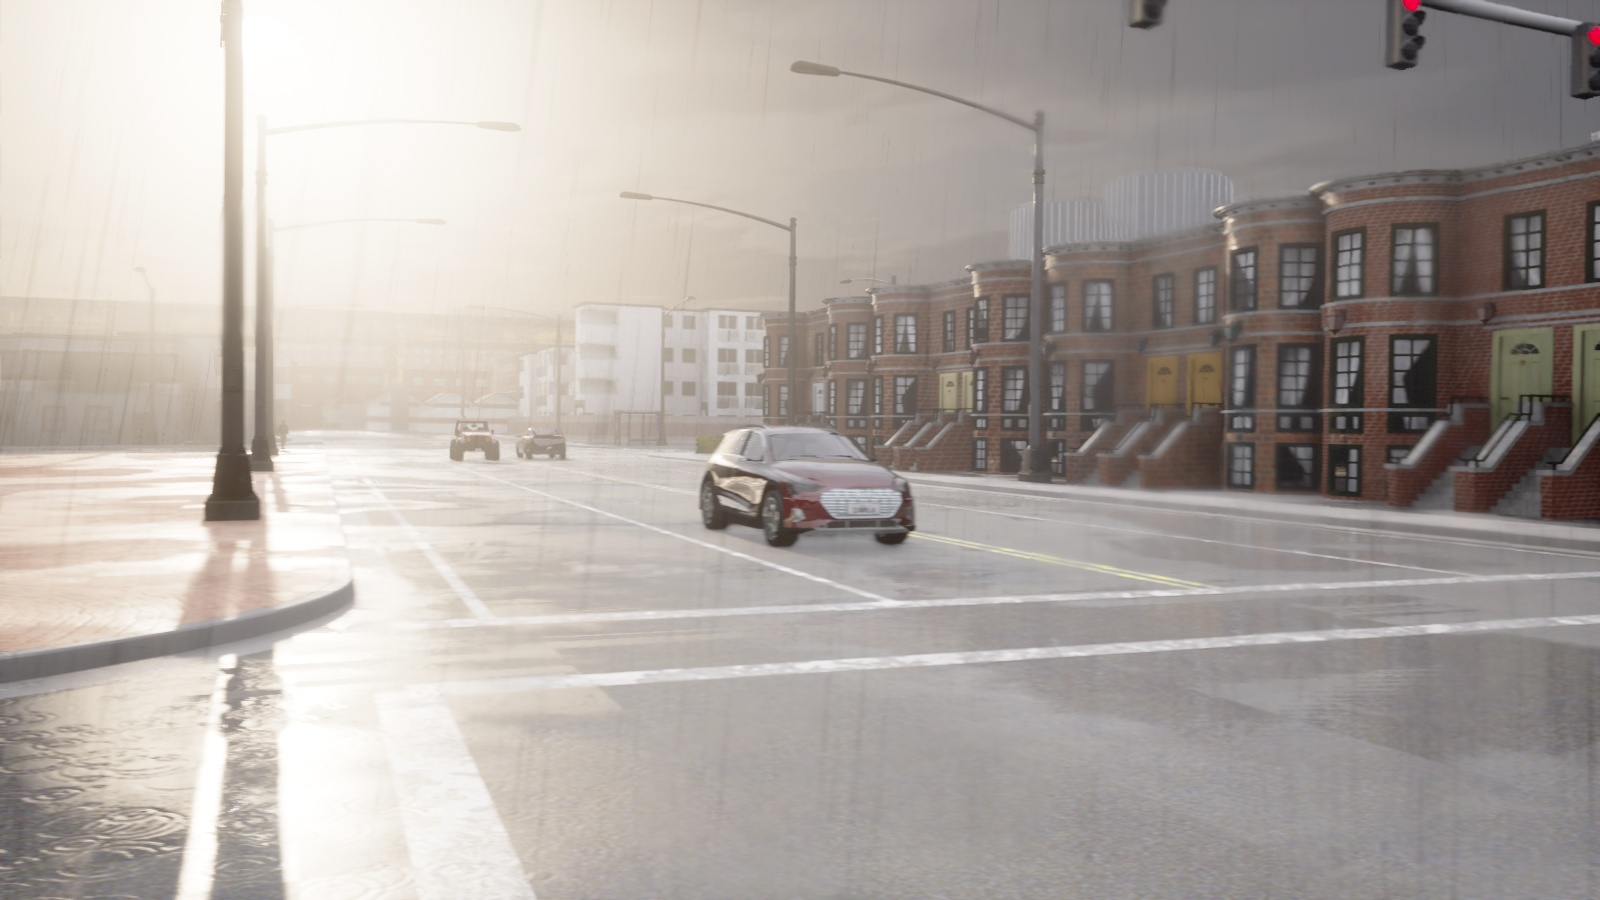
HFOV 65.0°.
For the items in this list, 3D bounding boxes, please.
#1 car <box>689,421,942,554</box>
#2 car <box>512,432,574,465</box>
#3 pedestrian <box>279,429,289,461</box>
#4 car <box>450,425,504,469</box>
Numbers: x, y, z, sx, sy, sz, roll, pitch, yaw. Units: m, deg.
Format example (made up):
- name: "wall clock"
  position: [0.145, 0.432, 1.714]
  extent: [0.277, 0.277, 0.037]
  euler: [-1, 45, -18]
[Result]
- name: "car"
  position: [0.036, 0.429, 18.328]
  extent: [2.033, 1.649, 4.856]
  euler: [-1, 1, -21]
- name: "car"
  position: [-12.498, -0.099, 60.779]
  extent: [2.128, 1.511, 4.902]
  euler: [-1, 1, -21]
- name: "pedestrian"
  position: [-30.657, -0.299, 74.599]
  extent: [0.431, 1.840, 0.703]
  euler: [-1, 1, -26]
- name: "car"
  position: [-14.540, -0.166, 56.347]
  extent: [1.905, 1.878, 3.866]
  euler: [-1, 1, -21]
